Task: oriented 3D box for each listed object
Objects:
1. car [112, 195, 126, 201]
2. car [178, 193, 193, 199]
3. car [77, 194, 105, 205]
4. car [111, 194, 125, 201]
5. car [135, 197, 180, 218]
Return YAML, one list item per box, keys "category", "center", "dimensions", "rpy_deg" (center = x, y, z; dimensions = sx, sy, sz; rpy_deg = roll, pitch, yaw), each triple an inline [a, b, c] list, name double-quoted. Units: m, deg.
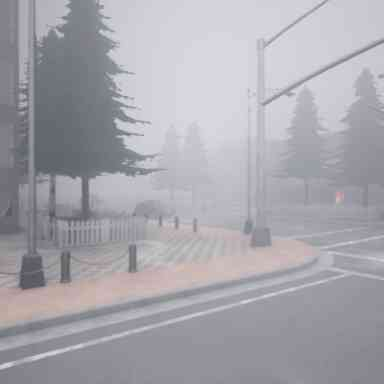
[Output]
- category: "car"
  center: [-16.701, 1.367, 76.664]
  dimensions: [1.845, 1.501, 3.633]
  rpy_deg: [0, 0, -37]
- category: "car"
  center: [-1.710, 1.079, 87.647]
  dimensions: [1.932, 1.855, 4.605]
  rpy_deg: [0, 0, -37]
- category: "car"
  center: [-12.826, 1.014, 42.700]
  dimensions: [2.097, 1.767, 4.553]
  rpy_deg: [0, 0, -37]
- category: "car"
  center: [-18.740, 1.376, 84.396]
  dimensions: [1.970, 1.475, 3.806]
  rpy_deg: [0, 0, -37]
- category: "car"
  center: [-3.412, 1.496, 30.153]
  dimensions: [2.128, 1.511, 4.902]
  rpy_deg: [0, 0, -37]
